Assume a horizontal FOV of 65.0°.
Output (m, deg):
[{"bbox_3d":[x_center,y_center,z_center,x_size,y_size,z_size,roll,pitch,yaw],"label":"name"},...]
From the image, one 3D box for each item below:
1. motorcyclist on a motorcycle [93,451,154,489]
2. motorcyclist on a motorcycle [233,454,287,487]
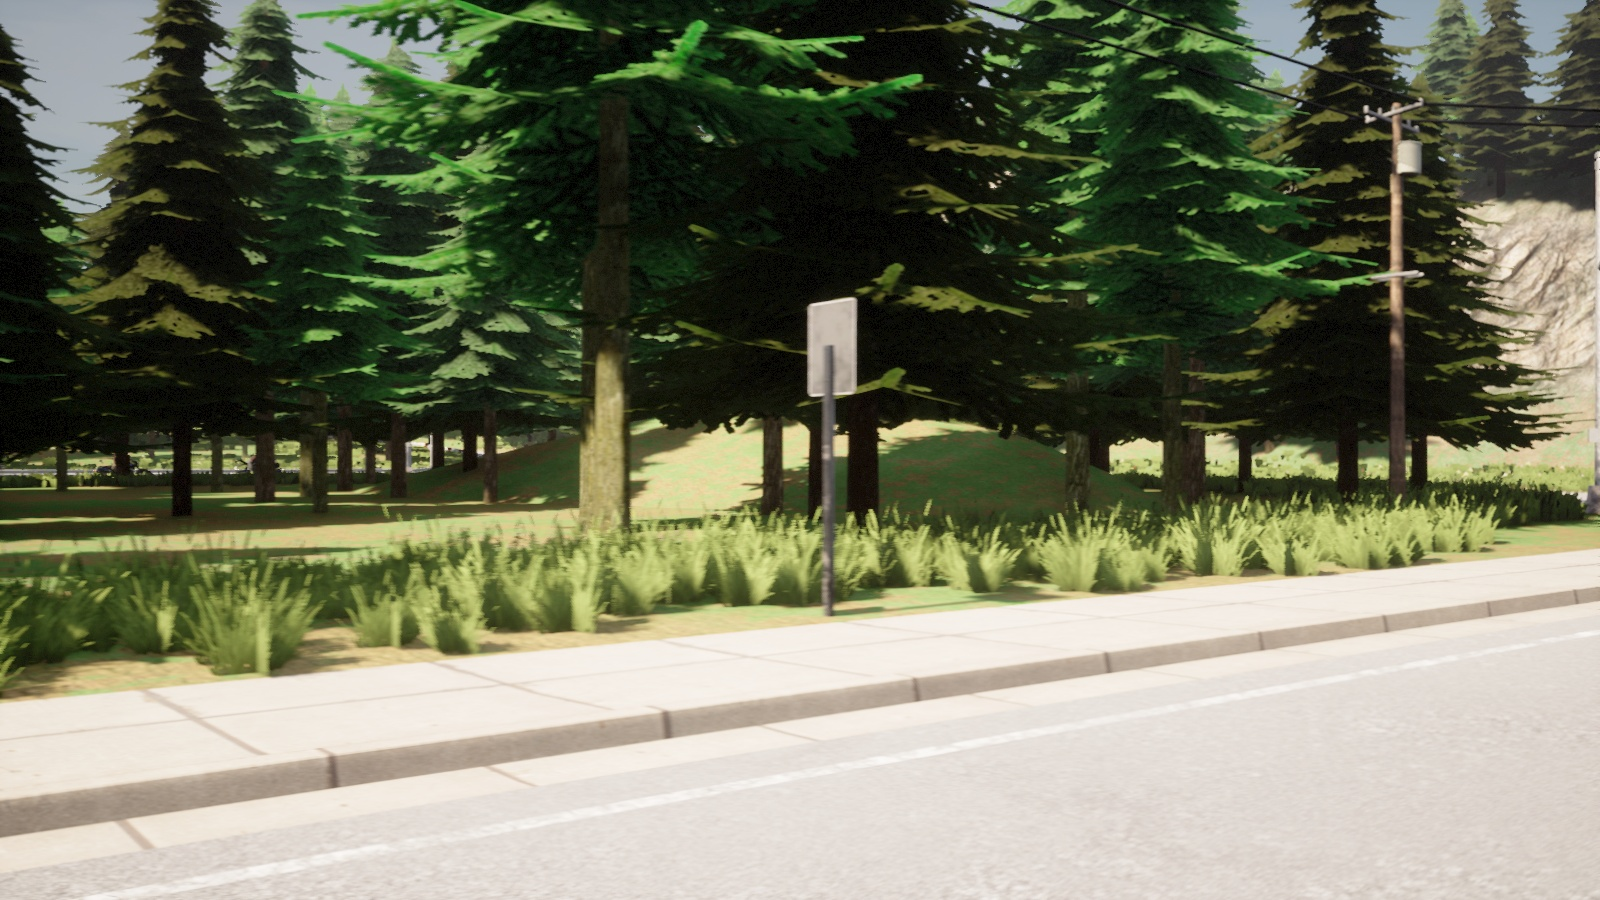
[{"bbox_3d":[-30.234,0.880,56.141,2.350,1.649,0.766,0,0,-35],"label":"motorcyclist on a motorcycle"},{"bbox_3d":[-25.548,0.949,59.404,2.191,1.530,0.866,0,0,-35],"label":"motorcyclist on a motorcycle"}]
